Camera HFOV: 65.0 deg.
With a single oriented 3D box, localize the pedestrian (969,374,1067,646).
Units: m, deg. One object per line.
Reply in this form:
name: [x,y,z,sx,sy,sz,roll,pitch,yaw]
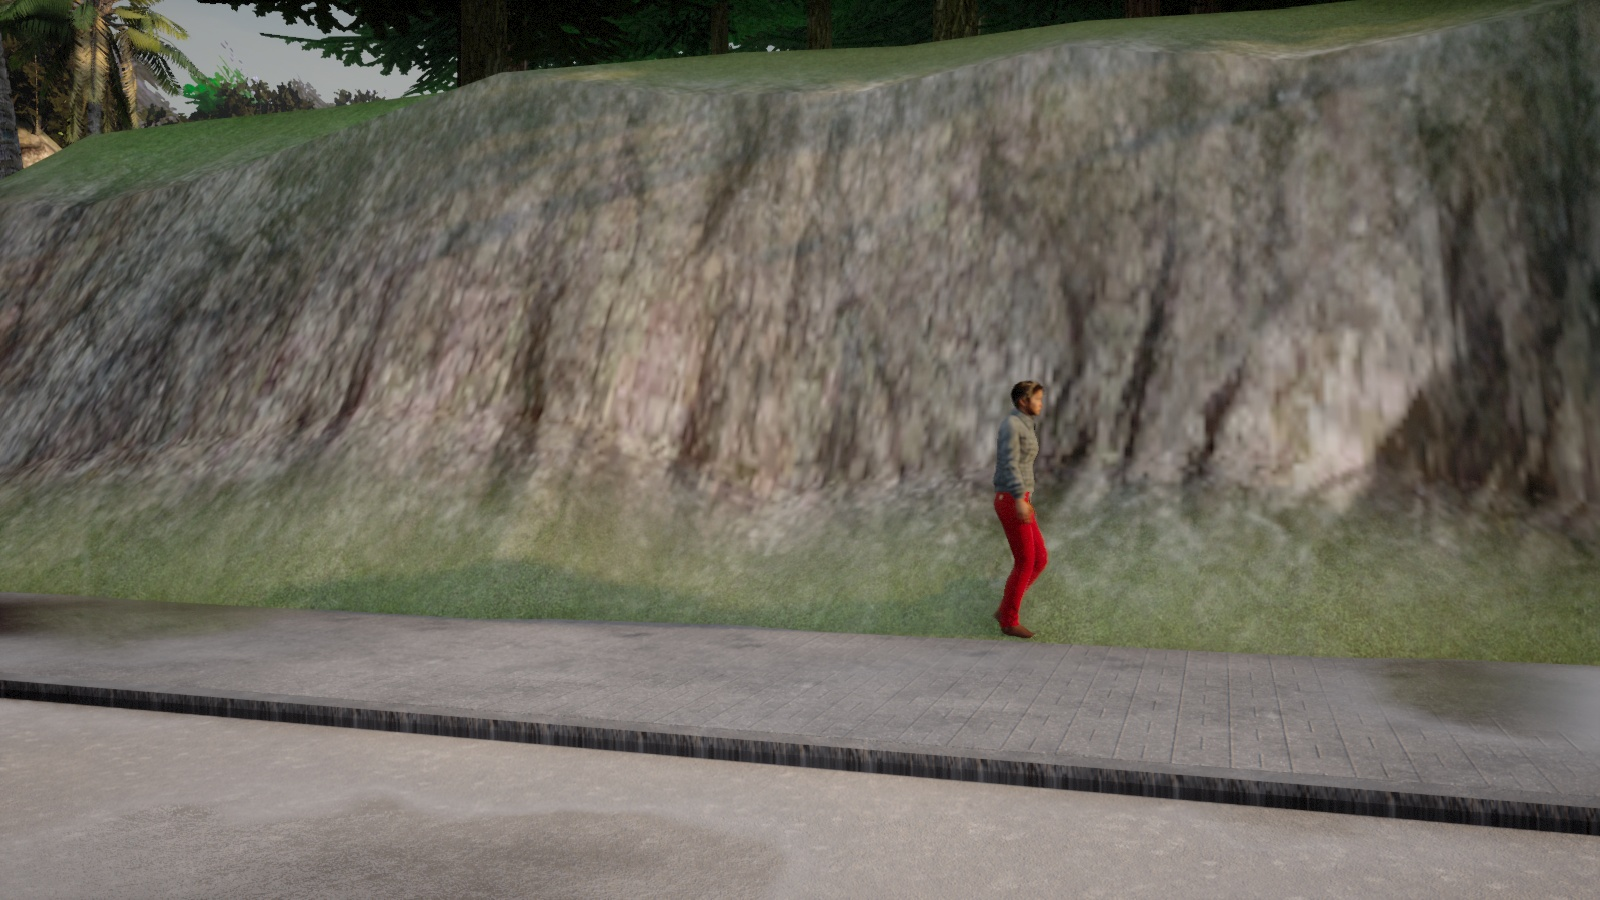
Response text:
pedestrian: [1.522,0.402,8.759,0.614,1.847,0.353,1,1,18]
